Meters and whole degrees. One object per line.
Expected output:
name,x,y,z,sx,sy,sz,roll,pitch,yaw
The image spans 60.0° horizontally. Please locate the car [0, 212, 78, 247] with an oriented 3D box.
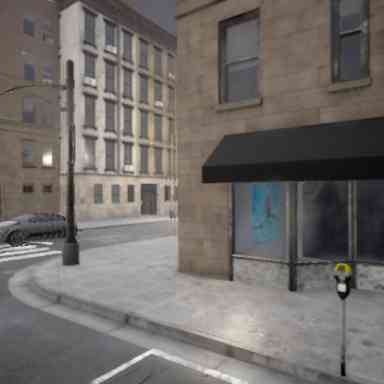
car,-7.606,1.675,15.915,1.994,1.385,4.181,0,0,35
